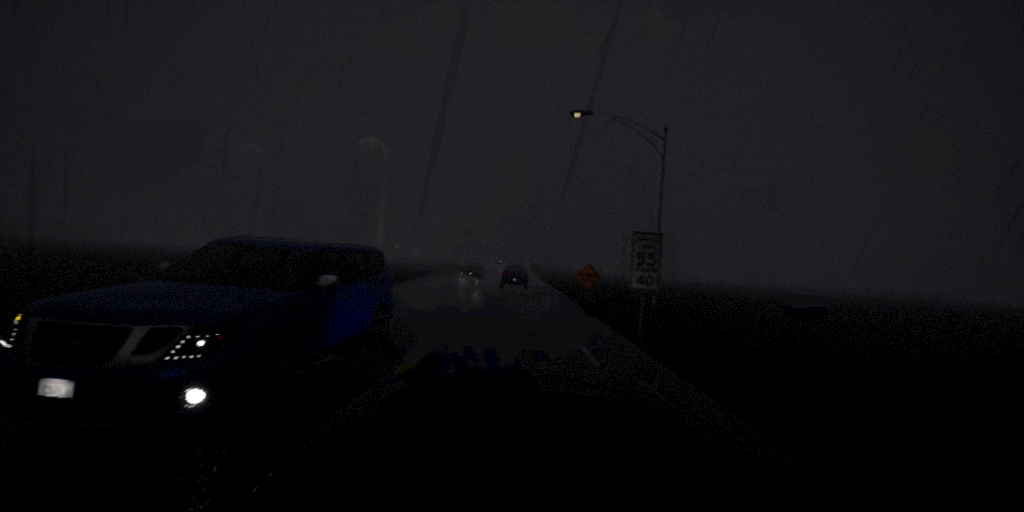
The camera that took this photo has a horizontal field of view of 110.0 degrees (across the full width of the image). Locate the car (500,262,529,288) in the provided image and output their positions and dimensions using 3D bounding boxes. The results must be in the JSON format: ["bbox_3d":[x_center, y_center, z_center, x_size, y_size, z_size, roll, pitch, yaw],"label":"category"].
[{"bbox_3d":[0.194,1.456,26.605,1.882,1.535,5.008,4,-1,0],"label":"car"}]

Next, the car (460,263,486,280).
[{"bbox_3d":[-3.436,1.323,32.276,1.994,1.385,4.181,4,-1,1],"label":"car"}]

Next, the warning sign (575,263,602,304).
[{"bbox_3d":[3.536,1.262,17.098,1.300,1.860,1.060,0,0,0],"label":"warning sign"}]

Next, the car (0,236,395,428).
[{"bbox_3d":[-3.599,0.729,5.631,2.150,2.045,5.566,4,0,0],"label":"car"}]

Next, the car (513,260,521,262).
[{"bbox_3d":[0.328,1.714,50.511,2.128,1.511,4.902,4,-1,0],"label":"car"}]
